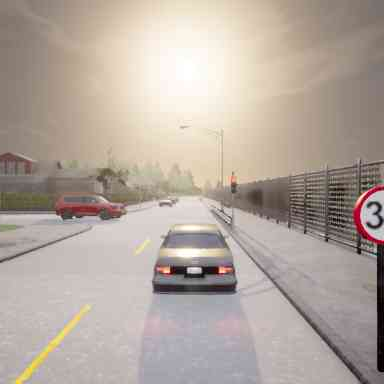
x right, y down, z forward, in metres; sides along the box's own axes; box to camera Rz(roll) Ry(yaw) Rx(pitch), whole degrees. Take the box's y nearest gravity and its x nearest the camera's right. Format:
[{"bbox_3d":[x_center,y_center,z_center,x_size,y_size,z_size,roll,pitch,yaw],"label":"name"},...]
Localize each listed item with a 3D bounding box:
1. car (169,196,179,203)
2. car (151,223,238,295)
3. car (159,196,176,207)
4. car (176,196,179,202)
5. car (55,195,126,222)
[{"bbox_3d":[-3.860,1.553,71.571,1.994,1.385,4.181,0,0,0],"label":"car"},{"bbox_3d":[0.071,1.547,8.880,2.033,1.411,5.357,0,0,1],"label":"car"},{"bbox_3d":[-3.995,1.547,51.723,2.033,1.411,5.357,0,0,0],"label":"car"},{"bbox_3d":[-3.943,1.478,61.567,1.882,1.535,5.008,0,0,0],"label":"car"},{"bbox_3d":[-8.107,1.223,26.653,5.566,2.045,2.150,0,0,12],"label":"car"}]
